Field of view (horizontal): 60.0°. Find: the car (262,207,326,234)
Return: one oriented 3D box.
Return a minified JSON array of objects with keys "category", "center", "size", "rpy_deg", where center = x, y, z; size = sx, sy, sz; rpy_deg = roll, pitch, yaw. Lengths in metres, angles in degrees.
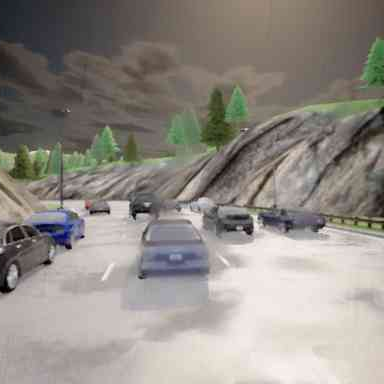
[{"category":"car","center":[5.234,1.454,18.257],"size":[1.895,1.301,4.718],"rpy_deg":[-1,0,-10]}]

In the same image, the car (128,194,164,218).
[{"category":"car","center":[-4.187,1.156,28.682],"size":[2.150,2.045,5.566],"rpy_deg":[-1,0,-15]}]

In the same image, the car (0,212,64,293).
[{"category":"car","center":[-5.117,1.536,8.857],"size":[1.837,1.490,4.892],"rpy_deg":[-1,0,-6]}]

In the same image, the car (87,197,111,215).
[{"category":"car","center":[-9.342,1.546,33.821],"size":[1.994,1.385,4.181],"rpy_deg":[-1,0,-17]}]

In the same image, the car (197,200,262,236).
[{"category":"car","center":[1.771,1.407,17.556],"size":[1.837,1.490,4.892],"rpy_deg":[-1,0,-10]}]

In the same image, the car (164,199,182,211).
[{"category":"car","center":[-2.567,1.431,35.635],"size":[2.033,1.411,5.357],"rpy_deg":[-1,0,-18]}]

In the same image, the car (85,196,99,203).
[{"category":"car","center":[-12.906,1.338,43.890],"size":[2.097,1.767,4.553],"rpy_deg":[-1,0,-21]}]

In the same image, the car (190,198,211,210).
[{"category":"car","center":[1.127,1.361,35.412],"size":[1.812,1.442,4.674],"rpy_deg":[-1,0,-17]}]

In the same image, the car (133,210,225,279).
[{"category":"car","center":[-0.641,1.513,10.009],"size":[2.033,1.411,5.357],"rpy_deg":[-1,0,-6]}]

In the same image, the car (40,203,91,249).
[{"category":"car","center":[-5.840,1.495,14.371],"size":[1.882,1.535,5.008],"rpy_deg":[-1,0,-9]}]
